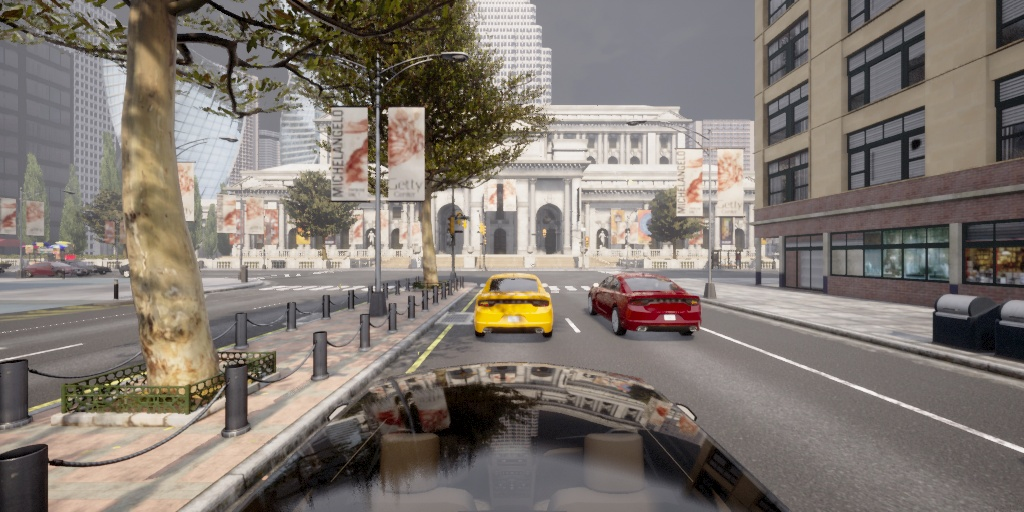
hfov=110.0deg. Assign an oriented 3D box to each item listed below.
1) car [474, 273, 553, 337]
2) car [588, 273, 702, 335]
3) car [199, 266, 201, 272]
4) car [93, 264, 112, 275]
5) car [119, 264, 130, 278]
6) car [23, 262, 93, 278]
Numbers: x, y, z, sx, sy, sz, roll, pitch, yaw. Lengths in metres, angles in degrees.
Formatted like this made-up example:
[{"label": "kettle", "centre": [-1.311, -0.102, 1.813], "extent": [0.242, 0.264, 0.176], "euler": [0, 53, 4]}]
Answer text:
[{"label": "car", "centre": [0.055, 1.228, 10.338], "extent": [1.882, 1.535, 5.008], "euler": [0, 0, 0]}, {"label": "car", "centre": [3.557, 1.228, 10.517], "extent": [1.882, 1.535, 5.008], "euler": [0, 0, 0]}, {"label": "car", "centre": [-35.480, 1.228, 37.499], "extent": [5.008, 1.535, 1.882], "euler": [0, 0, 0]}, {"label": "car", "centre": [-45.304, 1.297, 37.460], "extent": [5.357, 1.411, 2.033], "euler": [0, 0, 0]}, {"label": "car", "centre": [-34.182, 1.255, 34.000], "extent": [4.892, 1.490, 1.837], "euler": [0, 0, 0]}, {"label": "car", "centre": [-43.381, 1.276, 33.967], "extent": [4.674, 1.442, 1.812], "euler": [0, 0, -1]}]
